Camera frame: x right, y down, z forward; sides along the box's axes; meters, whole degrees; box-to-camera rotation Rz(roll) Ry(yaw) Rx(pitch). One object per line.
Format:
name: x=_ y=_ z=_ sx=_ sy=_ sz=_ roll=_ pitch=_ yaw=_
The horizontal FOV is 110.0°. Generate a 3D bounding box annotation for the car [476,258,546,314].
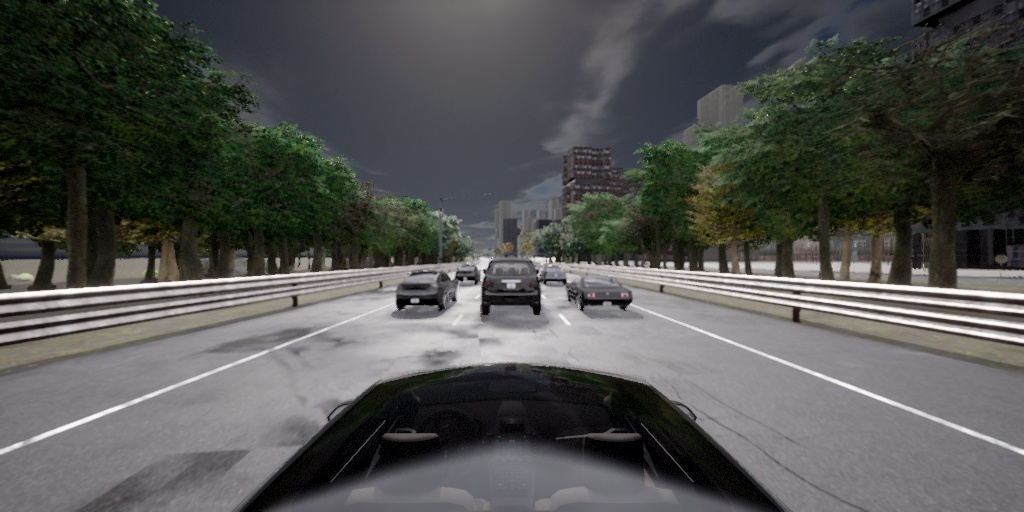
car: x=-0.029 y=1.094 z=14.556 sx=2.150 sy=2.045 sz=5.566 roll=0 pitch=0 yaw=0

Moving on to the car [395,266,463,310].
car: x=-3.523 y=1.385 z=15.466 sx=1.837 sy=1.490 sz=4.892 roll=0 pitch=0 yaw=0

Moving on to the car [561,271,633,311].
car: x=3.475 y=1.477 z=15.257 sx=1.895 sy=1.301 sz=4.718 roll=0 pitch=-1 yaw=0

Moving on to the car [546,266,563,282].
car: x=3.327 y=1.562 z=29.587 sx=2.033 sy=1.411 sz=5.357 roll=0 pitch=-1 yaw=0

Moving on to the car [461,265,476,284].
car: x=-3.673 y=1.531 z=30.476 sx=1.837 sy=1.490 sz=4.892 roll=0 pitch=0 yaw=0
